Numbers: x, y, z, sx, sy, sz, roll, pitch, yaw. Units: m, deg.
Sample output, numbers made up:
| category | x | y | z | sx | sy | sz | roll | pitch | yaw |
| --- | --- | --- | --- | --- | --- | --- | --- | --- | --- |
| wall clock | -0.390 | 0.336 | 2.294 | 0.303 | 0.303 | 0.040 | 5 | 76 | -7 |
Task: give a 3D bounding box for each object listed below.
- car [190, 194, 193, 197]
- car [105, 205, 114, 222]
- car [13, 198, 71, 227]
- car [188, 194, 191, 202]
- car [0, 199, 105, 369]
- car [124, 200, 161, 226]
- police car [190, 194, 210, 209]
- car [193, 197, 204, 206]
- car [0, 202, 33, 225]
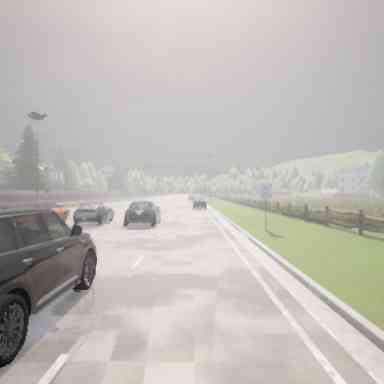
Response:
| category | x | y | z | sx | sy | sz | roll | pitch | yaw |
| --- | --- | --- | --- | --- | --- | --- | --- | --- | --- |
| car | 1.050 | 1.568 | 61.425 | 1.837 | 1.490 | 4.892 | 0 | 0 | 0 |
| car | -6.901 | 1.516 | 23.750 | 2.128 | 1.511 | 4.902 | 0 | 0 | 0 |
| car | -10.399 | 1.376 | 23.520 | 2.097 | 1.767 | 4.553 | 0 | 0 | 0 |
| car | 0.000 | 1.448 | 81.656 | 2.128 | 1.511 | 4.902 | 0 | 0 | 0 |
| car | -3.400 | 1.227 | 5.861 | 2.150 | 2.045 | 5.566 | 0 | 0 | 0 |
| car | -3.401 | 1.376 | 23.512 | 2.097 | 1.767 | 4.553 | 0 | 0 | 0 |
| police car | 1.050 | 1.472 | 45.535 | 1.930 | 1.638 | 5.238 | 0 | 0 | 0 |
| car | 1.050 | 1.562 | 55.425 | 1.837 | 1.490 | 4.892 | 0 | 0 | 0 |
| car | -13.914 | 1.551 | 24.907 | 1.812 | 1.442 | 4.674 | 0 | 0 | 0 |
